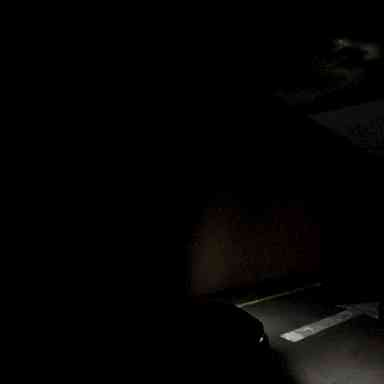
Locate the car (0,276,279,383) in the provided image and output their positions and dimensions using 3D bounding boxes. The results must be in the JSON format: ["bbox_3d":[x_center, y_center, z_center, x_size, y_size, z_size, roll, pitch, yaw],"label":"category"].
[{"bbox_3d":[-1.297,1.526,2.879,4.674,1.442,1.812,0,0,-35],"label":"car"}]
